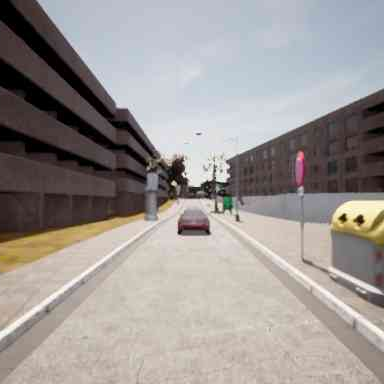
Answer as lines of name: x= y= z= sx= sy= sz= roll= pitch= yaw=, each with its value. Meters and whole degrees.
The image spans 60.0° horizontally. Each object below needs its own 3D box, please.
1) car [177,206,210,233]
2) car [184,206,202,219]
car: x=0.105 y=1.804 z=21.360 sx=1.994 sy=1.385 sz=4.181 roll=0 pitch=-1 yaw=0
car: x=0.109 y=2.366 z=39.828 sx=2.033 sy=1.411 sz=5.357 roll=0 pitch=-2 yaw=0
